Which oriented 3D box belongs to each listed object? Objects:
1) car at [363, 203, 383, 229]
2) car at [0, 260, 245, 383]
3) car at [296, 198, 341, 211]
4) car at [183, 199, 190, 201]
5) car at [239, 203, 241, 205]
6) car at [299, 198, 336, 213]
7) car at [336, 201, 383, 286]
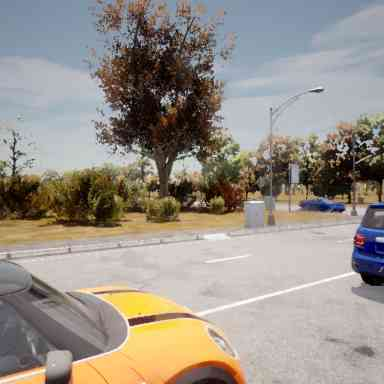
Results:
[{"bbox_3d":[13.287,1.526,21.937,4.674,1.442,1.812,0,1,-38],"label":"car"},{"bbox_3d":[-1.715,1.352,2.522,4.553,1.767,2.097,0,0,-36],"label":"car"},{"bbox_3d":[15.585,1.491,41.163,2.128,1.511,4.902,0,0,-32],"label":"car"},{"bbox_3d":[-2.157,1.360,68.191,1.882,1.535,5.008,0,0,-35],"label":"car"},{"bbox_3d":[5.319,1.527,50.756,2.033,1.411,5.357,0,0,-33],"label":"car"},{"bbox_3d":[14.343,1.477,36.436,1.882,1.535,5.008,0,0,-30],"label":"car"},{"bbox_3d":[6.186,1.221,8.170,5.566,2.045,2.150,0,0,-35],"label":"car"}]
